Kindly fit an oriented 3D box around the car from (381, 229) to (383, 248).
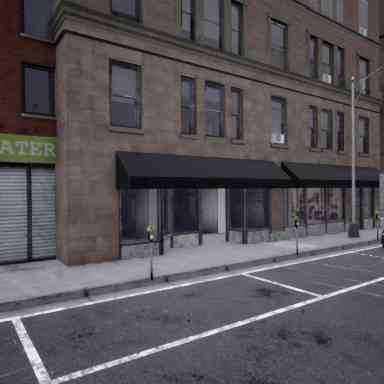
[{"bbox_3d":[9.165,1.540,13.075,4.507,1.381,1.887,0,-1,-35],"label":"car"}]
